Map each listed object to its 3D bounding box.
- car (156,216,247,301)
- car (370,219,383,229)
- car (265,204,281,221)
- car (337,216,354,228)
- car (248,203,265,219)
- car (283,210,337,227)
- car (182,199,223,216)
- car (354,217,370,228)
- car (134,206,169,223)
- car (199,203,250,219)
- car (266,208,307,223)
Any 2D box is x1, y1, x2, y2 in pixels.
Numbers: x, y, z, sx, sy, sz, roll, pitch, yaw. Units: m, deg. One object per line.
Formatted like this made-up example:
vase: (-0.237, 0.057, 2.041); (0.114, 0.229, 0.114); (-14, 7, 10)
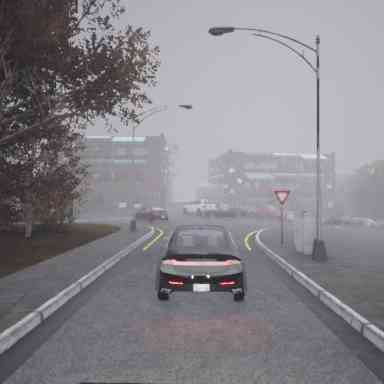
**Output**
car: (0.215, 1.581, 8.516); (2.128, 1.511, 4.902); (0, -1, 1)
car: (24.431, 4.326, 46.756); (2.002, 1.452, 4.674); (7, -3, -31)
car: (9.718, 2.626, 43.814); (2.435, 2.045, 5.566); (7, -3, -32)
car: (16.342, 3.451, 39.817); (4.718, 1.301, 1.895); (5, -2, -11)
car: (6.734, 2.466, 43.186); (2.185, 1.767, 4.553); (6, -3, -32)
car: (12.293, 2.857, 35.057); (4.674, 1.442, 1.812); (6, -2, -11)
car: (0.907, 1.937, 41.961); (2.435, 2.045, 5.566); (1, -2, -31)
car: (21.473, 4.043, 46.173); (2.002, 1.452, 4.674); (6, -3, -31)
car: (-3.929, 2.060, 31.334); (1.812, 1.442, 4.674); (0, -1, -36)
car: (3.564, 2.323, 37.233); (4.718, 1.301, 1.895); (3, -1, -11)
car: (12.535, 3.154, 44.583); (1.946, 1.575, 5.366); (6, -3, -31)
